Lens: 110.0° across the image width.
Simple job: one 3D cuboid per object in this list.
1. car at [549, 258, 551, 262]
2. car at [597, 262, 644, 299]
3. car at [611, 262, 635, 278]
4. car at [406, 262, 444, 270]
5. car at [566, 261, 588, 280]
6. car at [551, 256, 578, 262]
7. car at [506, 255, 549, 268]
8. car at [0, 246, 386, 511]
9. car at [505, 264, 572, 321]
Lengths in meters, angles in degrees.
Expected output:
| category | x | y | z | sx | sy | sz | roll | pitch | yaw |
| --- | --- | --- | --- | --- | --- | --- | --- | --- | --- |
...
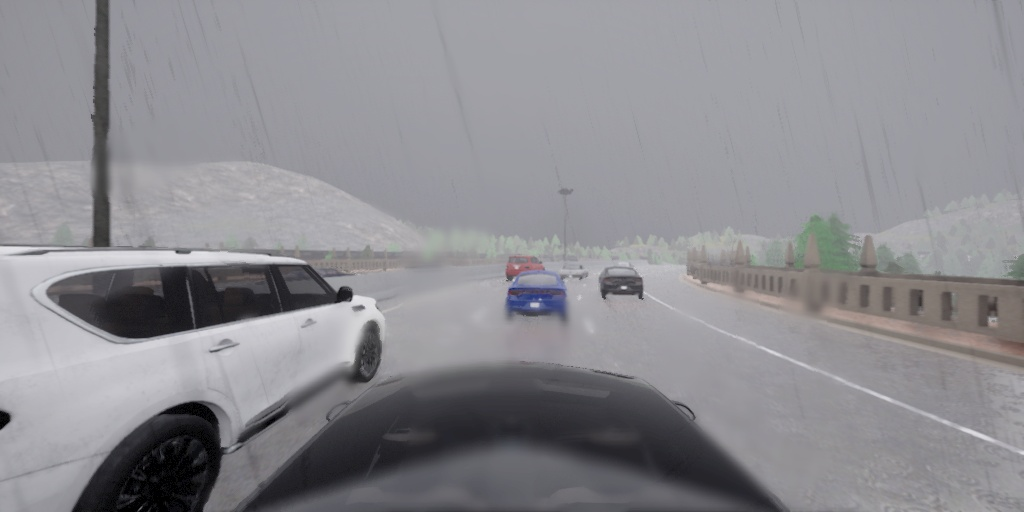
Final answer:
| category | x | y | z | sx | sy | sz | roll | pitch | yaw |
| --- | --- | --- | --- | --- | --- | --- | --- | --- | --- |
| car | 6.310 | 1.134 | 63.654 | 2.097 | 1.767 | 4.553 | 0 | 0 | 25 |
| car | 5.473 | 1.255 | 18.398 | 1.882 | 1.535 | 5.008 | 0 | 0 | 11 |
| car | 11.406 | 1.333 | 36.632 | 1.812 | 1.442 | 4.674 | 0 | 0 | 24 |
| car | -9.829 | 1.302 | 40.755 | 1.895 | 1.301 | 4.718 | 0 | 0 | 22 |
| car | 5.563 | 1.379 | 31.617 | 1.895 | 1.301 | 4.718 | 0 | 0 | 20 |
| car | 9.367 | 1.010 | 61.116 | 2.150 | 2.045 | 5.566 | 0 | 0 | 35 |
| car | 1.162 | 0.978 | 29.530 | 2.150 | 2.045 | 5.566 | 0 | 0 | 18 |
| car | -3.290 | 0.955 | 3.898 | 2.150 | 2.045 | 5.566 | 0 | 0 | 1 |
| car | 0.961 | 1.228 | 12.577 | 1.882 | 1.535 | 5.008 | 0 | 0 | 7 |
